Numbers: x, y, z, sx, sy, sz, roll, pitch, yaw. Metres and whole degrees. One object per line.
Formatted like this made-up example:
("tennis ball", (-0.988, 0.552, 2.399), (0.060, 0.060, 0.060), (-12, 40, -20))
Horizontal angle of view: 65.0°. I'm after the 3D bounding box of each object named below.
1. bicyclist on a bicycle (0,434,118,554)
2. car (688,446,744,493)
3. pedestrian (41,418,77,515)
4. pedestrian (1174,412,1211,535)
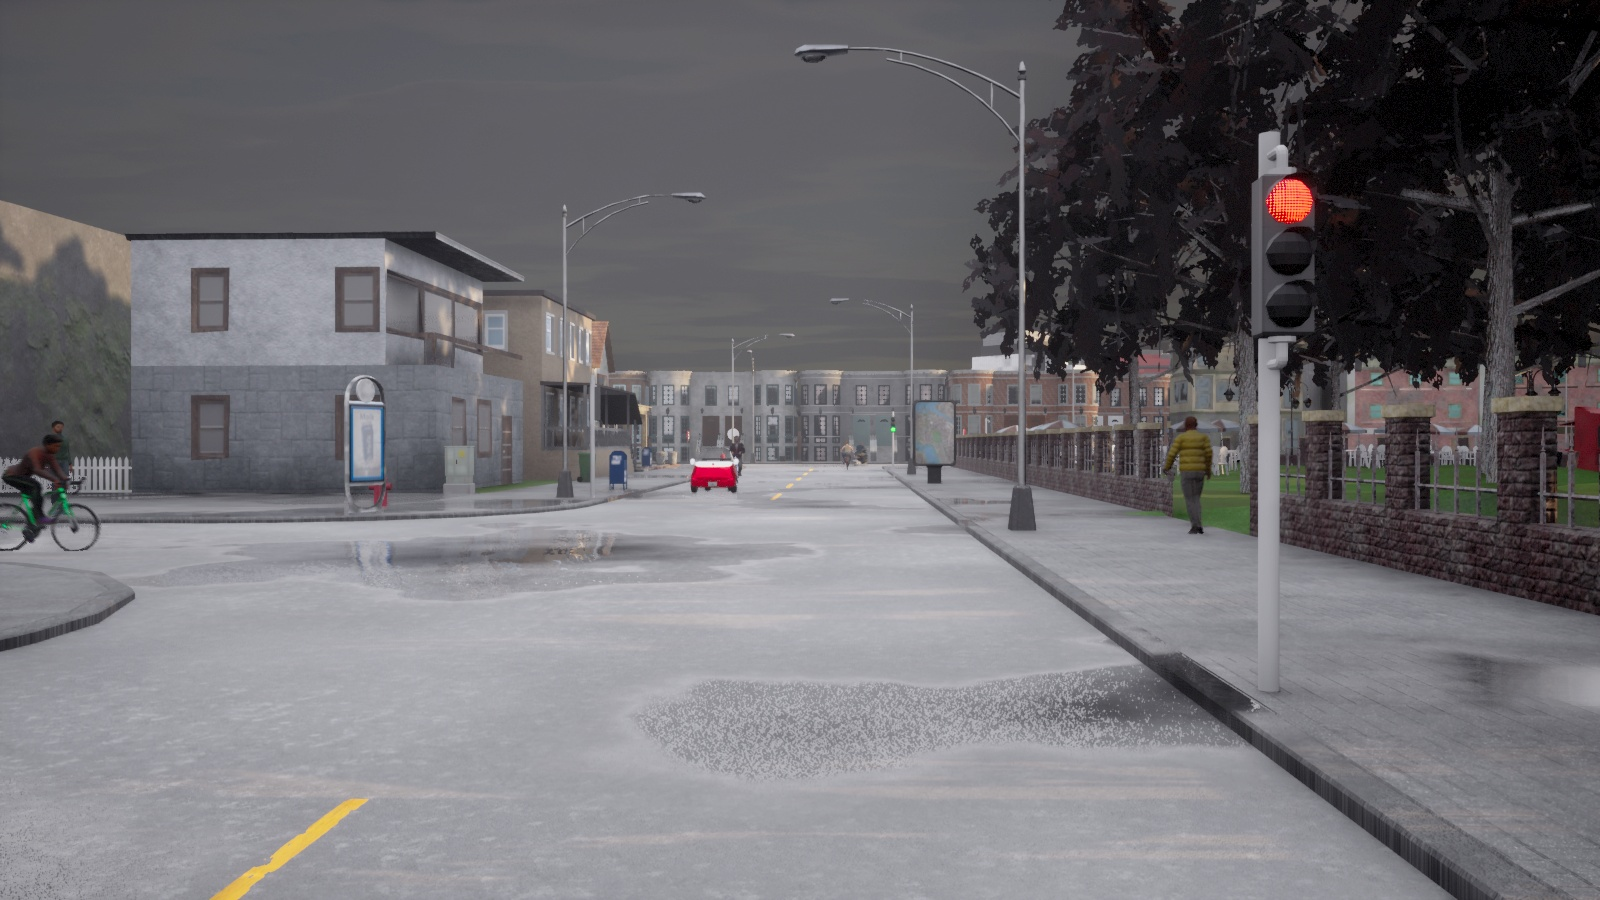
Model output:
("bicyclist on a bicycle", (-10.377, 0.593, 17.292), (1.656, 1.620, 0.582), (0, 0, 2))
("car", (-2.562, 0.582, 38.474), (1.481, 1.376, 2.207), (0, 0, 2))
("pedestrian", (-14.293, 0.308, 24.213), (0.614, 1.847, 0.353), (0, 0, 32))
("pedestrian", (5.974, 0.353, 19.134), (0.370, 1.835, 0.726), (0, 0, 2))
